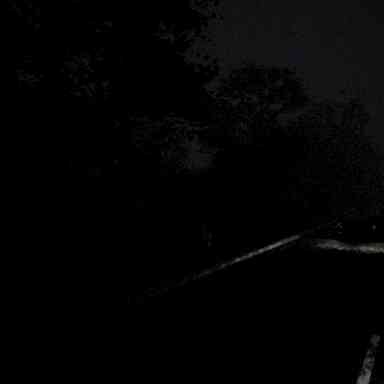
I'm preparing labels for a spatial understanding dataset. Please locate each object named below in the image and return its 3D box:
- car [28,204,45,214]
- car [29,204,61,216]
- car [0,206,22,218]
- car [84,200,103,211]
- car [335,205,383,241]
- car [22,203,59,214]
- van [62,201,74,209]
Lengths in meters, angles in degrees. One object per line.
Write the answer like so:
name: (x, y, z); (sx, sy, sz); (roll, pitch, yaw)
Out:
car: (-22.585, 2.540, 45.161); (5.008, 1.535, 2.097); (0, 0, 34)
car: (-21.048, 2.574, 47.475); (4.674, 1.452, 2.002); (0, 0, 34)
car: (-24.116, 2.587, 42.846); (4.674, 1.452, 2.002); (0, 0, 34)
car: (-16.470, 2.545, 54.428); (4.792, 1.488, 2.163); (0, 0, 34)
car: (8.708, 1.488, 17.086); (1.882, 1.535, 5.008); (0, 0, 34)
car: (-23.809, 2.567, 52.331); (2.128, 1.511, 4.902); (0, 0, 34)
van: (-19.417, 2.301, 49.722); (4.442, 1.987, 1.878); (0, 0, 34)
